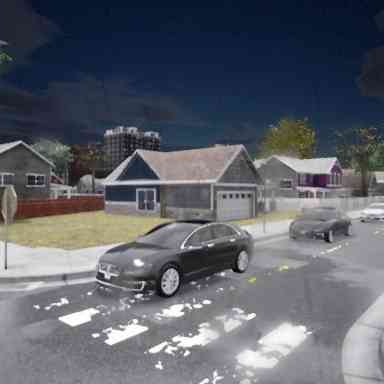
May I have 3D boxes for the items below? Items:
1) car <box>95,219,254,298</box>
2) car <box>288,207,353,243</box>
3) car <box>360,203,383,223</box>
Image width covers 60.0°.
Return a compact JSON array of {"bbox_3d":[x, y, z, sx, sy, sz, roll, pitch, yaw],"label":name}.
[{"bbox_3d":[-0.173,1.511,8.749,1.837,1.490,4.892,0,0,41],"label":"car"},{"bbox_3d":[6.470,1.543,16.488,1.837,1.490,4.892,0,0,41],"label":"car"},{"bbox_3d":[14.529,1.608,25.858,1.812,1.442,4.674,0,0,41],"label":"car"}]
